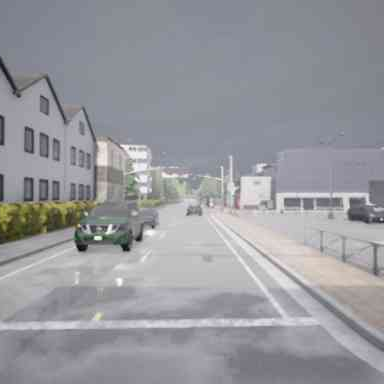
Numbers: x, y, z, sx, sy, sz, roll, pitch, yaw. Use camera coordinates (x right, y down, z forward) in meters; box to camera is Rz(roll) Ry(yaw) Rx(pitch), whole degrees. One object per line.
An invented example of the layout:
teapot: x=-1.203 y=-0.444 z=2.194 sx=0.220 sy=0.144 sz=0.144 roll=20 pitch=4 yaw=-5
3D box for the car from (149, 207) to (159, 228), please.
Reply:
car: x=-3.601 y=1.934 z=25.684 sx=1.837 sy=1.490 sz=4.892 roll=0 pitch=-1 yaw=0

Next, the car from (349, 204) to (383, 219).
car: x=19.051 y=2.043 z=36.352 sx=1.970 sy=1.475 sz=3.806 roll=0 pitch=-1 yaw=0

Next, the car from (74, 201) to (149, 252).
car: x=-3.607 y=1.467 z=15.534 sx=2.150 sy=2.045 sz=5.566 roll=0 pitch=-1 yaw=0

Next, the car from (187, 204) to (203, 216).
car: x=0.429 y=2.234 z=43.023 sx=2.128 sy=1.511 sz=4.902 roll=0 pitch=-1 yaw=5

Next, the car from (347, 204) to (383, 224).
car: x=15.410 y=1.981 z=29.291 sx=2.007 sy=1.523 sz=4.514 roll=0 pitch=-1 yaw=0
